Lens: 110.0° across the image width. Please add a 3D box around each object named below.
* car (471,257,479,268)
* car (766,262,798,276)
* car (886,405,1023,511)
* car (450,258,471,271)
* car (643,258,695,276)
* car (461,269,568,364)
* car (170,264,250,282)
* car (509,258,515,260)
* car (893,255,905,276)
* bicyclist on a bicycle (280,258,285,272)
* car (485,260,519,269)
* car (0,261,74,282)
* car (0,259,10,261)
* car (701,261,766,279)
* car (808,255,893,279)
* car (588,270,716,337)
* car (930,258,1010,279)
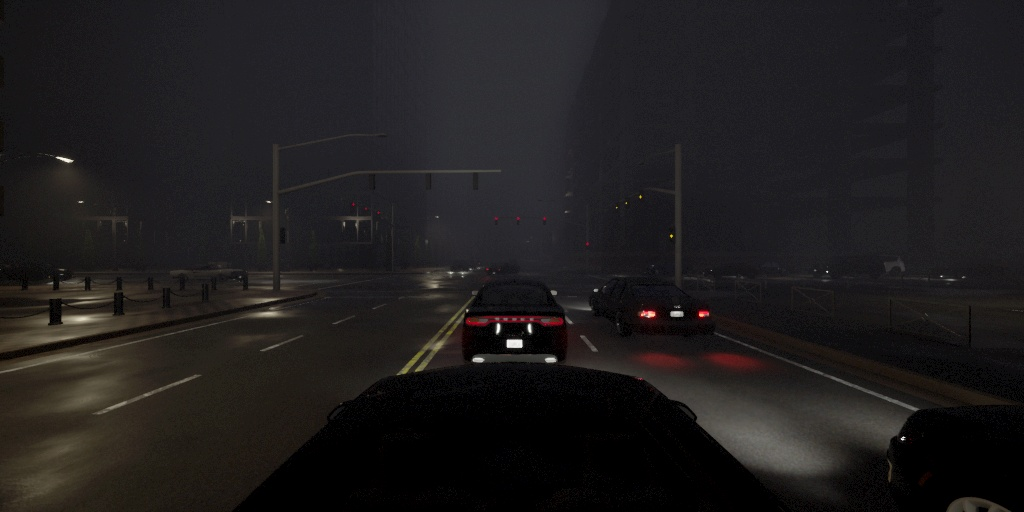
[{"bbox_3d":[-7.069,1.297,59.020,2.033,1.411,5.357,0,0,0],"label":"car"},{"bbox_3d":[24.705,1.242,35.032,5.357,1.411,2.033,0,0,0],"label":"car"},{"bbox_3d":[3.600,1.255,0.504,1.837,1.490,4.892,0,0,0],"label":"car"},{"bbox_3d":[-7.084,1.228,48.507,1.882,1.535,5.008,0,0,0],"label":"car"},{"bbox_3d":[15.237,1.047,35.022,4.553,1.767,2.097,0,0,0],"label":"car"},{"bbox_3d":[0.056,1.228,8.118,1.882,1.535,5.008,0,0,0],"label":"car"},{"bbox_3d":[-22.943,1.295,27.370,4.718,1.301,1.895,0,0,0],"label":"car"},{"bbox_3d":[0.118,1.241,62.519,2.128,1.511,4.902,0,0,0],"label":"car"},{"bbox_3d":[34.896,0.916,35.060,5.566,2.045,2.150,0,0,0],"label":"car"},{"bbox_3d":[-25.400,0.995,39.334,0.582,1.620,1.656,0,0,0],"label":"bicyclist on a bicycle"},{"bbox_3d":[-0.872,1.322,36.369,1.895,1.301,4.718,0,0,23],"label":"car"},{"bbox_3d":[-36.471,1.258,27.450,4.181,1.385,1.994,0,0,0],"label":"car"},{"bbox_3d":[-51.170,1.047,34.787,4.553,1.767,2.097,0,0,1],"label":"car"},{"bbox_3d":[19.161,1.220,31.493,4.674,1.442,1.812,0,0,0],"label":"car"},{"bbox_3d":[29.426,0.916,31.546,5.566,2.045,2.150,0,0,0],"label":"car"},{"bbox_3d":[3.573,1.297,10.241,2.033,1.411,5.357,0,0,0],"label":"car"},{"bbox_3d":[39.918,1.172,31.561,5.008,1.535,1.882,0,0,0],"label":"car"}]
